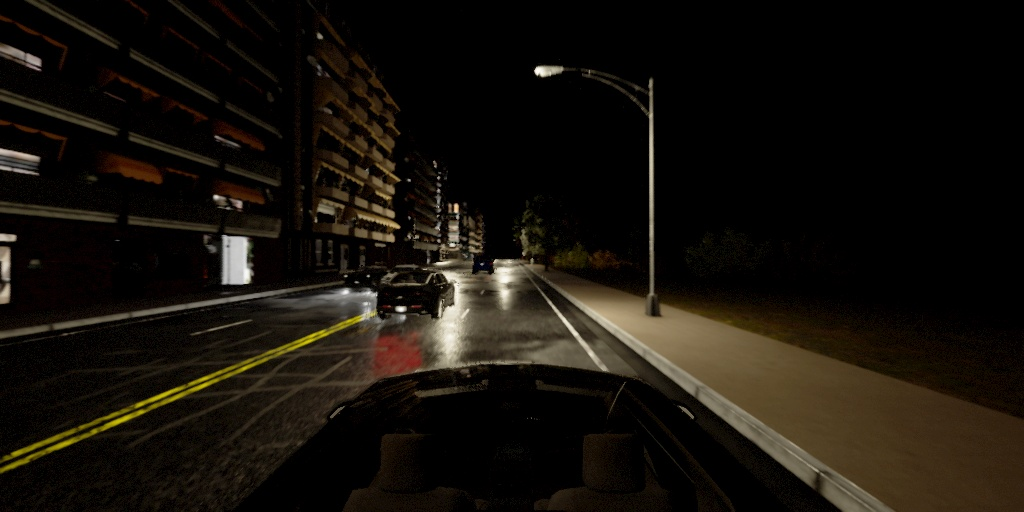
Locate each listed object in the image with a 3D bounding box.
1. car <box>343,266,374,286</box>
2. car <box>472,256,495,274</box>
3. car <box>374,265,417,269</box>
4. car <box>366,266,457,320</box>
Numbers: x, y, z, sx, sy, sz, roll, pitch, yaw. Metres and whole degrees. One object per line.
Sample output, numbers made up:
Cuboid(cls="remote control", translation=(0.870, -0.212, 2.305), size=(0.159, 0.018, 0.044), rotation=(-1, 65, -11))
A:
Cuboid(cls="car", translation=(-9.786, 1.350, 24.830), size=(1.895, 1.301, 4.718), rotation=(0, 0, 1))
Cuboid(cls="car", translation=(-3.156, 0.969, 40.291), size=(2.150, 2.045, 5.566), rotation=(0, 0, 0))
Cuboid(cls="car", translation=(-6.557, 1.275, 22.153), size=(1.812, 1.442, 4.674), rotation=(0, 0, 0))
Cuboid(cls="car", translation=(-3.152, 1.255, 12.603), size=(1.837, 1.490, 4.892), rotation=(0, 0, 0))
